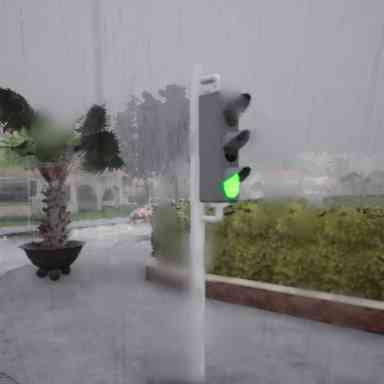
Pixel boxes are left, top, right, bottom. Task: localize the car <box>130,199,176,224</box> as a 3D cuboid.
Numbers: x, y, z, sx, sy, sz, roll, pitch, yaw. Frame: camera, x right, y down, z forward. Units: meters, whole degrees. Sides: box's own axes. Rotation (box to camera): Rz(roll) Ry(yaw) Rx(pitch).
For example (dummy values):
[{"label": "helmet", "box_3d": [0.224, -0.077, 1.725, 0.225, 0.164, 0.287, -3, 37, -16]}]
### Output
[{"label": "car", "box_3d": [-2.518, 1.466, 25.122, 2.097, 1.767, 4.553, 0, 0, 35]}]
